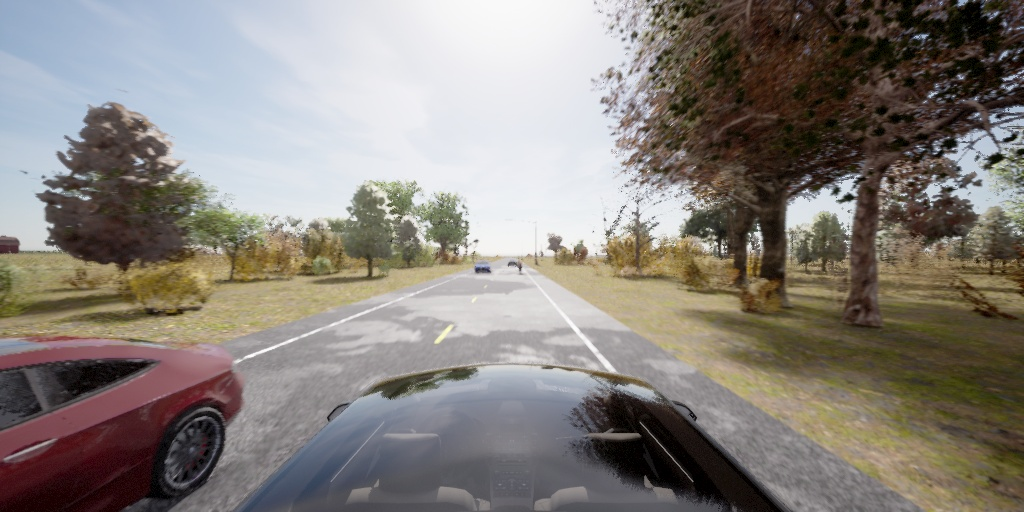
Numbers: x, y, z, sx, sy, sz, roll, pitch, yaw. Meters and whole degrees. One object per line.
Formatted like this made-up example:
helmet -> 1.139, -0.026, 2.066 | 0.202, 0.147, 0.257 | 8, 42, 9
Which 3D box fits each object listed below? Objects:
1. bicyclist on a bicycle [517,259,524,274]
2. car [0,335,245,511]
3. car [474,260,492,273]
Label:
bicyclist on a bicycle -> 0.979, 1.244, 40.621 | 0.866, 1.612, 1.509 | 0, 0, 0
car -> -3.600, 1.276, 1.768 | 1.812, 1.442, 4.674 | 0, 0, 0
car -> -3.531, 1.290, 44.030 | 1.882, 1.535, 5.008 | 0, 0, 1
